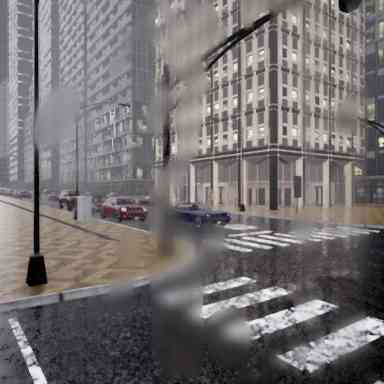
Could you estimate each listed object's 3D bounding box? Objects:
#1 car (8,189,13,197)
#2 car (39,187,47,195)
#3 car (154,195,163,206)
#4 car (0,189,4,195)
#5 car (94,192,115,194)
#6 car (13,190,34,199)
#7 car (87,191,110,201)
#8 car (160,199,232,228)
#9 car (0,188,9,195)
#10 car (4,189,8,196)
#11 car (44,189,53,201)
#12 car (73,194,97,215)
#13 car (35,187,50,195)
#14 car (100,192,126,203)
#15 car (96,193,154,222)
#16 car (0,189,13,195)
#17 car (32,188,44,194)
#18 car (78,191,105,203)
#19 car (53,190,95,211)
[{"bbox_3d":[-30.530,0.318,58.515,2.008,1.369,4.403,1,0,-36],"label":"car"},{"bbox_3d":[-33.488,-0.026,77.058,1.887,1.381,4.507,1,0,-36],"label":"car"},{"bbox_3d":[-4.295,0.976,36.236,1.802,1.307,4.206,1,0,-36],"label":"car"},{"bbox_3d":[-37.015,0.104,67.583,2.008,1.369,4.403,1,0,-36],"label":"car"},{"bbox_3d":[-6.660,0.974,29.567,2.128,1.511,4.902,0,1,-36],"label":"car"},{"bbox_3d":[-27.287,0.419,53.981,1.887,1.381,4.507,1,0,-36],"label":"car"},{"bbox_3d":[-14.026,0.638,49.844,1.947,1.339,4.313,1,0,-36],"label":"car"},{"bbox_3d":[0.218,1.312,19.930,1.895,1.301,4.718,0,1,-35],"label":"car"},{"bbox_3d":[-43.500,-0.116,76.651,1.887,1.381,4.507,1,0,-36],"label":"car"},{"bbox_3d":[-33.773,0.205,63.049,1.887,1.381,4.507,1,0,-36],"label":"car"},{"bbox_3d":[-18.692,0.630,46.516,2.033,1.411,5.357,0,1,-35],"label":"car"},{"bbox_3d":[-7.833,1.100,26.778,1.802,1.307,4.206,1,0,-36],"label":"car"},{"bbox_3d":[-36.727,-0.363,81.592,2.192,1.841,5.009,1,0,-36],"label":"car"},{"bbox_3d":[-10.880,0.701,45.447,1.752,1.417,4.829,1,0,-36],"label":"car"},{"bbox_3d":[-4.586,1.066,22.243,1.967,1.590,4.097,1,0,-36],"label":"car"},{"bbox_3d":[-40.258,0.012,72.117,1.947,1.339,4.313,1,0,-36],"label":"car"},{"bbox_3d":[-39.976,-0.219,86.130,1.947,1.339,4.313,1,0,-36],"label":"car"},{"bbox_3d":[-13.564,0.640,44.722,1.882,1.535,5.008,0,1,-36],"label":"car"},{"bbox_3d":[-11.068,0.726,31.310,2.192,1.841,5.009,1,0,-36],"label":"car"}]
